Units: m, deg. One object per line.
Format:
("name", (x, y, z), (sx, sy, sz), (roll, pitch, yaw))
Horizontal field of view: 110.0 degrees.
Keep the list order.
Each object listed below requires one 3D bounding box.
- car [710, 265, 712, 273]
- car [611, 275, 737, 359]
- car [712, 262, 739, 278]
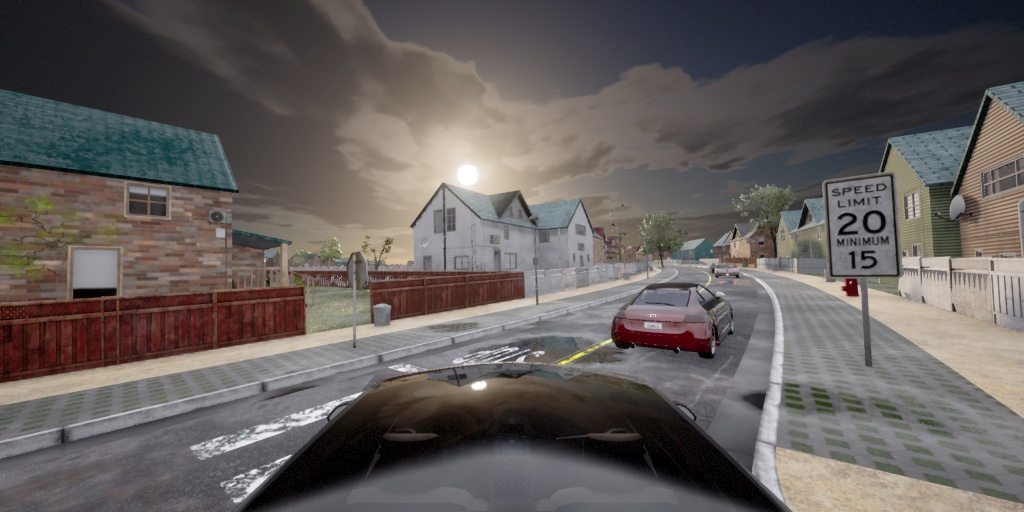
("car", (25.154, 1.432, 43.508), (1.895, 1.301, 4.718), (-2, -1, 25))
("car", (3.951, 1.322, 8.566), (1.994, 1.385, 4.181), (-3, -2, 37))
("car", (20.482, 1.394, 34.268), (1.895, 1.301, 4.718), (-3, -1, 29))
